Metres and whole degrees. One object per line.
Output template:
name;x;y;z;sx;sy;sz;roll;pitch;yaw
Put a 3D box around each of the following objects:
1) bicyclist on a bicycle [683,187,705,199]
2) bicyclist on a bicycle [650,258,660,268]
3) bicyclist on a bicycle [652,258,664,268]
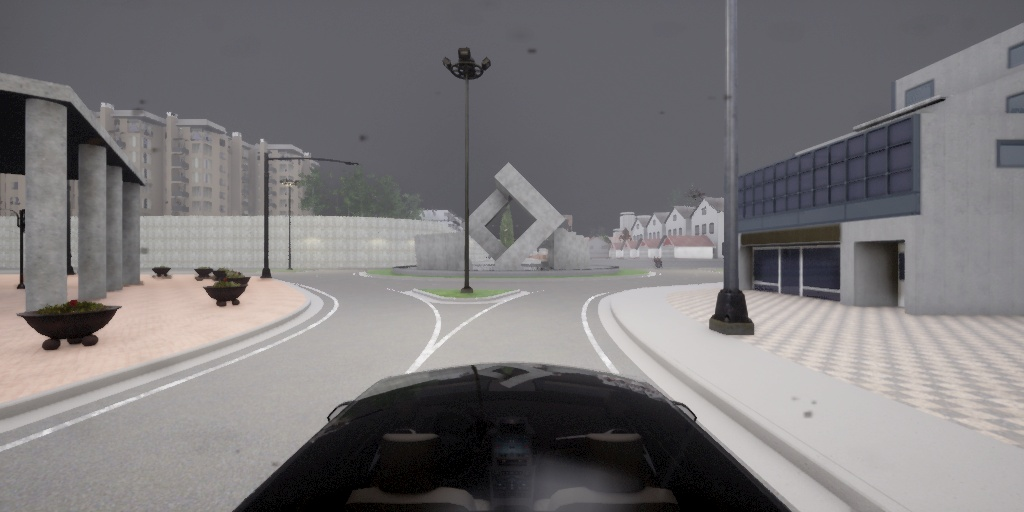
bicyclist on a bicycle;16.698;-5.693;32.761;1.656;0.582;1.620;-43;47;-18
bicyclist on a bicycle;23.310;1.104;58.490;1.656;1.620;0.582;0;0;-28
bicyclist on a bicycle;23.766;1.203;57.599;1.656;1.620;0.582;0;0;-26
